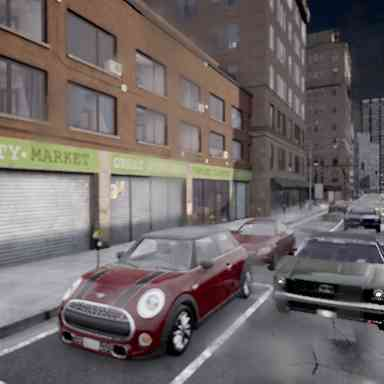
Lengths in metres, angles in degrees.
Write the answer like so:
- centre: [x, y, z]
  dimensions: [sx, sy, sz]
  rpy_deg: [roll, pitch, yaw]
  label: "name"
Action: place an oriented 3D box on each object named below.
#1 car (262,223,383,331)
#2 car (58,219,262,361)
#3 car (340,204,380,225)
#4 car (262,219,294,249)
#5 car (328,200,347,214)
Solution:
- centre: [3.178, 1.602, 7.163]
  dimensions: [1.895, 1.301, 4.718]
  rpy_deg: [0, 0, 29]
  label: "car"
- centre: [-0.354, 1.436, 6.052]
  dimensions: [1.967, 1.590, 4.097]
  rpy_deg: [-1, 0, 28]
  label: "car"
- centre: [10.277, 1.604, 20.041]
  dimensions: [1.895, 1.301, 4.718]
  rpy_deg: [0, 0, 29]
  label: "car"
- centre: [2.310, 1.580, 10.962]
  dimensions: [1.802, 1.307, 4.206]
  rpy_deg: [-1, 0, 28]
  label: "car"
- centre: [15.621, 1.541, 35.514]
  dimensions: [1.887, 1.381, 4.507]
  rpy_deg: [-1, 0, 28]
  label: "car"
